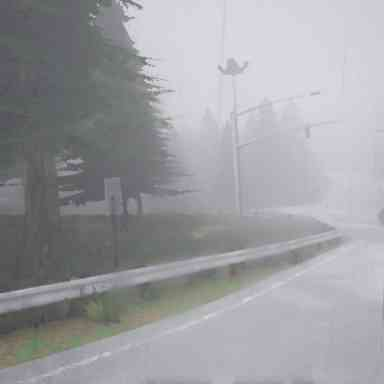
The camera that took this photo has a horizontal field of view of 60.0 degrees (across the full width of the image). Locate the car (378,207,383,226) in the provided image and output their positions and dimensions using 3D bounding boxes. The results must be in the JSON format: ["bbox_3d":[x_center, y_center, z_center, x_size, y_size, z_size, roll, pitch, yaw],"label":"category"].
[{"bbox_3d":[13.962,1.350,20.685,2.150,2.045,5.566,1,2,1],"label":"car"}]
